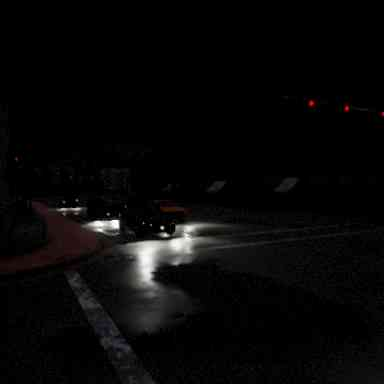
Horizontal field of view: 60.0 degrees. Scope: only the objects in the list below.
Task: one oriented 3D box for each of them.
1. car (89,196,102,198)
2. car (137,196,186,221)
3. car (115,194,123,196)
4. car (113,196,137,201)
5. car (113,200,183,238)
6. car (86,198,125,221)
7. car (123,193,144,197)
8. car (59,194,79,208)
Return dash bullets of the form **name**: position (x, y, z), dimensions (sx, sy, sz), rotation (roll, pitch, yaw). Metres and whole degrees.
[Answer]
- **car**: position (-13.201, 1.260, 45.747), dimensions (2.128, 1.511, 4.902), rotation (-1, 1, -27)
- **car**: position (-2.176, 1.307, 24.510), dimensions (1.882, 1.535, 5.008), rotation (-1, 1, -27)
- **car**: position (-13.427, 1.136, 61.501), dimensions (1.812, 1.442, 4.674), rotation (-1, 1, -27)
- **car**: position (-6.481, 1.407, 32.788), dimensions (1.895, 1.301, 4.718), rotation (-1, 1, -27)
- **car**: position (-2.491, 1.410, 17.530), dimensions (1.837, 1.490, 4.892), rotation (-1, 1, -27)
- **car**: position (-7.113, 1.443, 26.417), dimensions (1.994, 1.385, 4.181), rotation (-1, 1, -27)
- **car**: position (-8.824, 0.988, 52.650), dimensions (2.097, 1.767, 4.553), rotation (-1, 1, -27)
- **car**: position (-16.397, 1.180, 44.305), dimensions (2.097, 1.767, 4.553), rotation (-1, 1, -27)
